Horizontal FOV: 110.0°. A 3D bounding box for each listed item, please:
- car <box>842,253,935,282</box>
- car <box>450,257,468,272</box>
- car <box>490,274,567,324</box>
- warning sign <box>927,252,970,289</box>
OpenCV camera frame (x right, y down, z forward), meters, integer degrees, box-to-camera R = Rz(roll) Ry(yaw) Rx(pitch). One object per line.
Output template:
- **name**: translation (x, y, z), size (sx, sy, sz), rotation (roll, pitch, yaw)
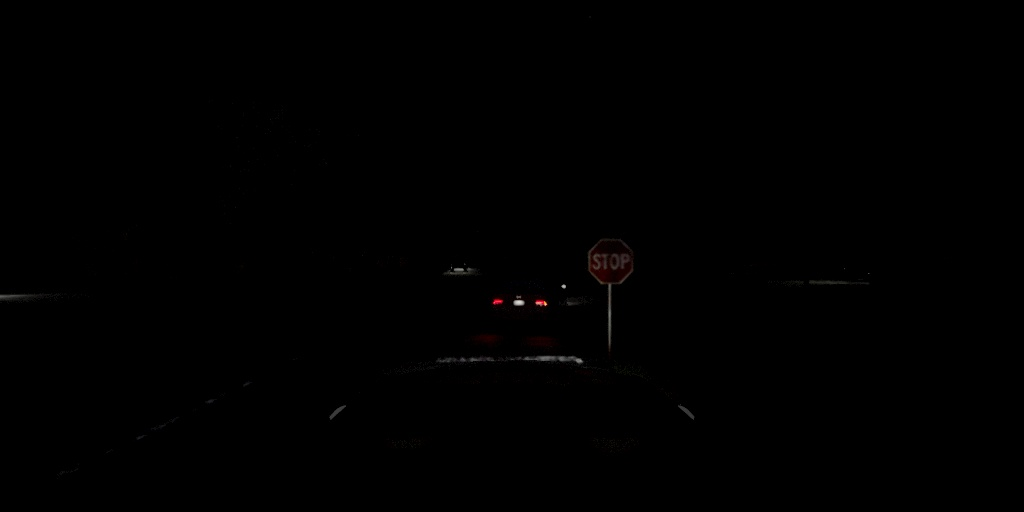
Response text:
- **car**: translation (27.282, 0.796, 26.075), size (5.566, 2.045, 2.150), rotation (0, 0, -5)
- **car**: translation (-7.399, 1.128, 50.035), size (2.150, 2.045, 5.566), rotation (0, 0, -6)
- **car**: translation (0.745, 1.324, 12.197), size (2.033, 1.411, 5.357), rotation (0, 0, 13)
- **warning sign**: translation (22.596, 0.728, 18.524), size (1.060, 1.860, 1.300), rotation (0, 0, -5)
